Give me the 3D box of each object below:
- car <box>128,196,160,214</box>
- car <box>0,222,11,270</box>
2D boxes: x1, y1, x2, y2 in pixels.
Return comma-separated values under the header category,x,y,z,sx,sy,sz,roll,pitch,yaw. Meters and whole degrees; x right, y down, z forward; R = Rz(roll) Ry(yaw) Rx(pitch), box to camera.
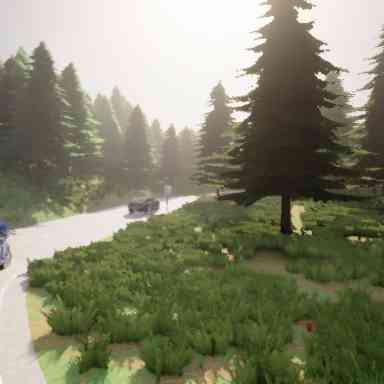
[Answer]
category,x,y,z,sx,sy,sz,roll,pitch,yaw
car,-4.434,1.172,31.255,1.837,1.490,4.892,0,4,13
car,-6.690,1.744,9.673,1.882,1.535,5.008,1,-5,-20
